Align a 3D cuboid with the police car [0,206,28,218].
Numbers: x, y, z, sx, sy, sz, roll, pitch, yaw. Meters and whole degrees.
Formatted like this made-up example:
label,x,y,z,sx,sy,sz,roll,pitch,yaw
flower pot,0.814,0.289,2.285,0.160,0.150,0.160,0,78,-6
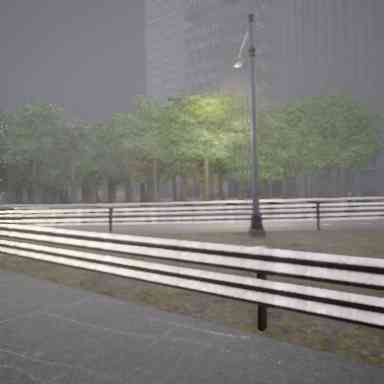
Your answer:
label,x,y,z,sx,sy,sz,roll,pitch,yaw
police car,-14.543,1.708,23.945,4.974,1.542,2.038,-1,-1,13
